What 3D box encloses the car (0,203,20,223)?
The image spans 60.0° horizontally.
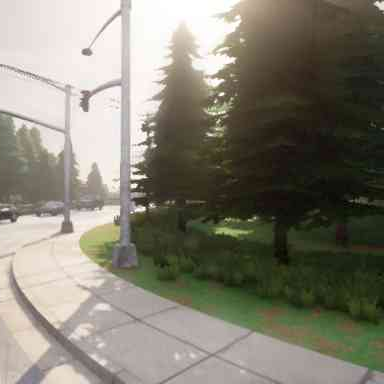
[{"bbox_3d":[-14.387,1.568,23.977,2.128,1.511,4.902,0,0,0],"label":"car"}]

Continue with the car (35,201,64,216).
[{"bbox_3d":[-14.078,1.650,33.849,1.812,1.442,4.674,0,0,2],"label":"car"}]

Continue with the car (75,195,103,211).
[{"bbox_3d":[-13.612,1.398,44.507,2.150,2.045,5.566,0,0,3],"label":"car"}]
